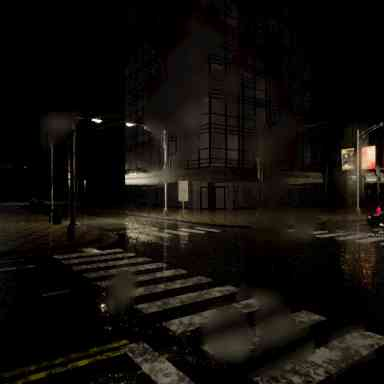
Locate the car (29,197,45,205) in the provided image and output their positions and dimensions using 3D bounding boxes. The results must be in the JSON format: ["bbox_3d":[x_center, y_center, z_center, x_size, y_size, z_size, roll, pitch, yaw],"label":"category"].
[{"bbox_3d":[-28.658,1.689,61.469,2.033,1.411,5.357,0,0,-36],"label":"car"}]

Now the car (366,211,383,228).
[{"bbox_3d":[12.960,1.605,20.811,4.718,1.301,1.895,0,0,-35],"label":"car"}]
